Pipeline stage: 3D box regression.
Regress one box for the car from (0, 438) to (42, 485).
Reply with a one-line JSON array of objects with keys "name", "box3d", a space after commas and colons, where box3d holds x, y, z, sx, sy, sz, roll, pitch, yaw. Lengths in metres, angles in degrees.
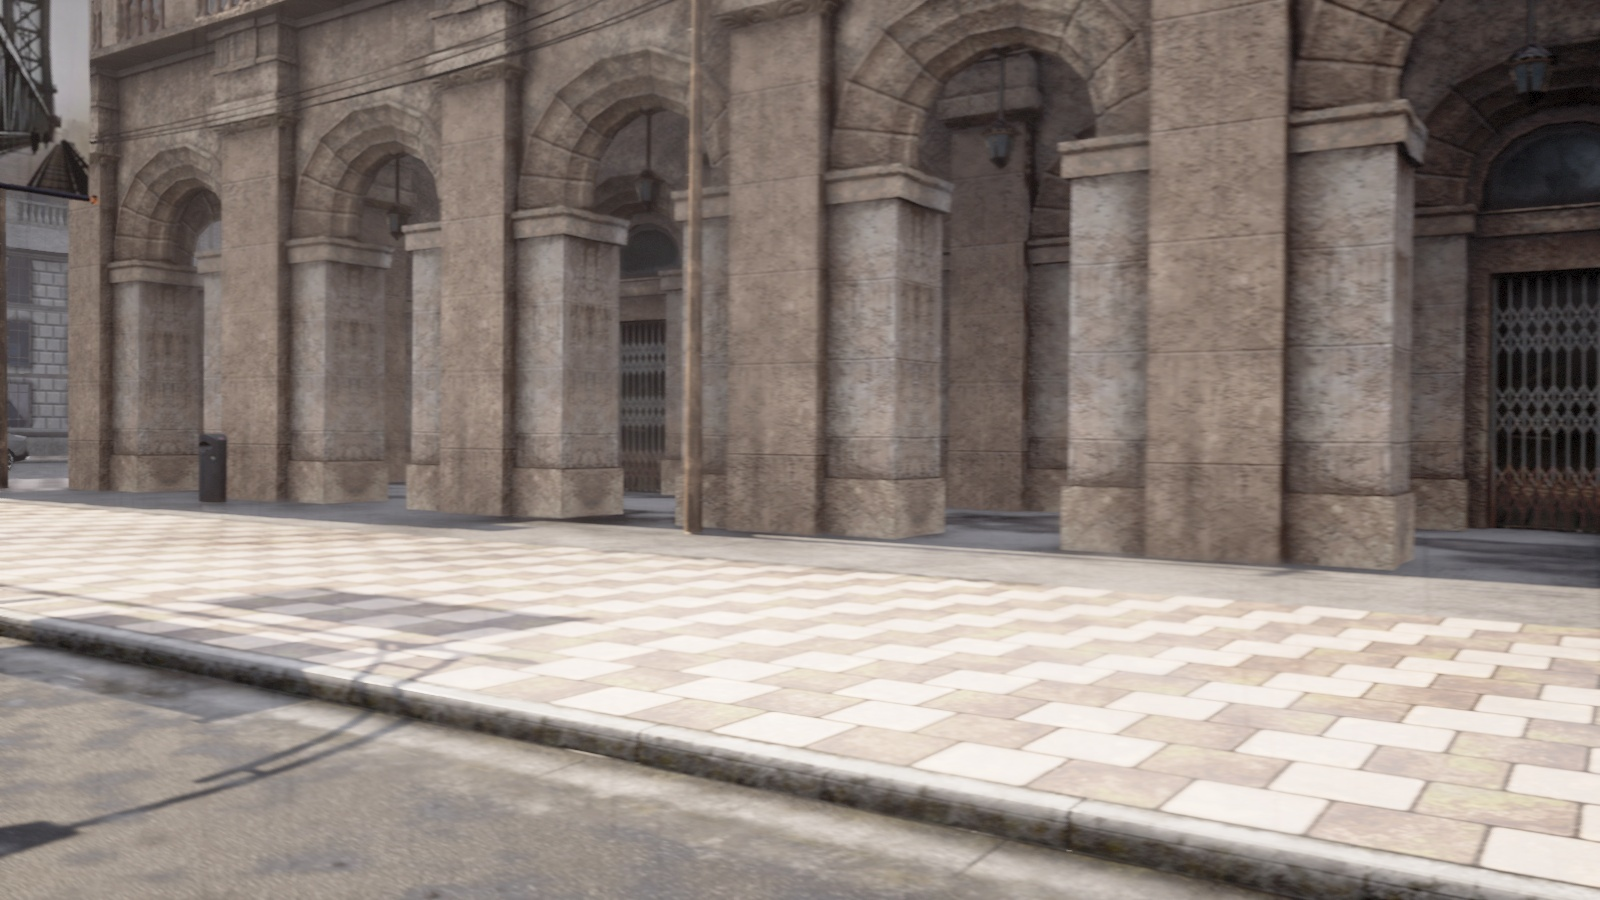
[{"name": "car", "box3d": [-27.057, 0.392, 39.630, 2.128, 1.511, 4.902, 0, 1, 33]}]
